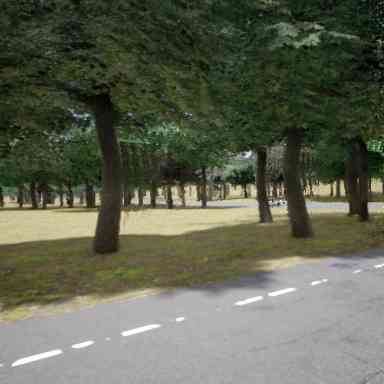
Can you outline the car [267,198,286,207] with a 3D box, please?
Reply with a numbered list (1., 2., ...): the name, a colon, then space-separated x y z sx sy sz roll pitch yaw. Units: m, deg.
1. car: 19.749 2.473 79.154 2.150 2.045 5.566 -4 1 -36
